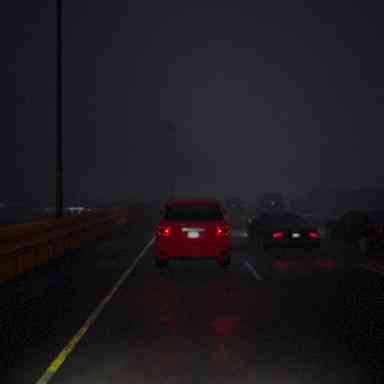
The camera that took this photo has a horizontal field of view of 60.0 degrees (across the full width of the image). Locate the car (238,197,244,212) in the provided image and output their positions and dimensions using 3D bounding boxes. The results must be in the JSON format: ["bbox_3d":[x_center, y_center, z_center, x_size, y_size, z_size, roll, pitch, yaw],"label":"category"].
[{"bbox_3d":[4.127,1.262,33.615,2.097,1.767,4.553,0,0,4],"label":"car"}]

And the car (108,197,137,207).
[{"bbox_3d":[-8.864,1.430,44.653,2.033,1.411,5.357,0,0,9],"label":"car"}]

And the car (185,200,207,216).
[{"bbox_3d":[0.488,1.515,32.262,1.895,1.301,4.718,0,0,4],"label":"car"}]

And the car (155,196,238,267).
[{"bbox_3d":[0.031,1.192,11.370,2.150,2.045,5.566,0,0,0],"label":"car"}]

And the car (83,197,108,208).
[{"bbox_3d":[-12.340,1.483,44.983,1.895,1.301,4.718,0,0,9],"label":"car"}]

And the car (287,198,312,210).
[{"bbox_3d":[11.330,1.382,35.461,1.882,1.535,5.008,0,0,6],"label":"car"}]

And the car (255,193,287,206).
[{"bbox_3d":[7.550,1.133,32.896,2.150,2.045,5.566,0,0,5],"label":"car"}]

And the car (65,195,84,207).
[{"bbox_3d":[-15.520,1.440,47.065,1.994,1.385,4.181,0,0,9],"label":"car"}]

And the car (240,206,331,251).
[{"bbox_3d":[3.535,1.510,13.795,2.033,1.411,5.357,0,0,0],"label":"car"}]

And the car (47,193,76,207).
[{"bbox_3d":[-18.830,1.097,48.574,2.150,2.045,5.566,0,0,10],"label":"car"}]

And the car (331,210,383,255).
[{"bbox_3d":[7.034,1.441,13.238,1.882,1.535,5.008,0,1,0],"label":"car"}]
